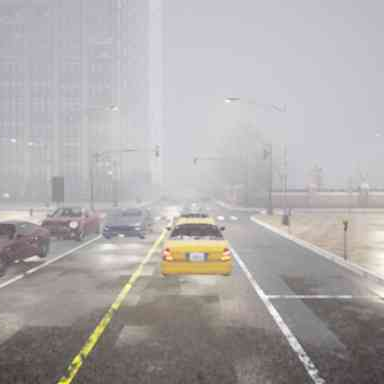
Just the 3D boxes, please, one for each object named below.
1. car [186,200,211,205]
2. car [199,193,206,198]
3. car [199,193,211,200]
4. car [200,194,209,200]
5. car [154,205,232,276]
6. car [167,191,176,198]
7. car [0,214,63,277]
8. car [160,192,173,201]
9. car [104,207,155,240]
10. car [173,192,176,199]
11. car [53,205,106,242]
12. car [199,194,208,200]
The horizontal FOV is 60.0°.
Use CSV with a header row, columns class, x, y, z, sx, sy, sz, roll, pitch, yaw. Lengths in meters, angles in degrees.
class,x,y,z,sx,sy,sz,roll,pitch,yaw
car,0.140,1.448,20.399,2.033,1.411,5.357,0,0,0
car,2.798,1.018,92.449,1.887,1.381,4.507,0,0,0
car,2.826,1.217,64.653,1.947,1.339,4.313,0,0,0
car,2.778,1.132,75.767,1.887,1.381,4.507,0,0,0
car,0.111,1.413,10.132,1.801,1.575,5.366,0,1,0
car,-5.728,0.789,92.402,2.192,1.841,5.009,0,0,0
car,-5.679,1.537,9.947,1.802,1.307,4.206,0,0,0
car,-5.755,1.187,70.161,1.947,1.339,4.313,0,0,0
car,-2.987,1.467,16.836,2.033,1.411,5.357,0,0,1
car,-5.735,0.955,86.845,1.967,1.590,4.097,0,0,0
car,-5.672,1.366,15.639,1.967,1.590,4.097,0,0,0
car,2.784,1.103,81.328,2.008,1.369,4.403,0,0,0
